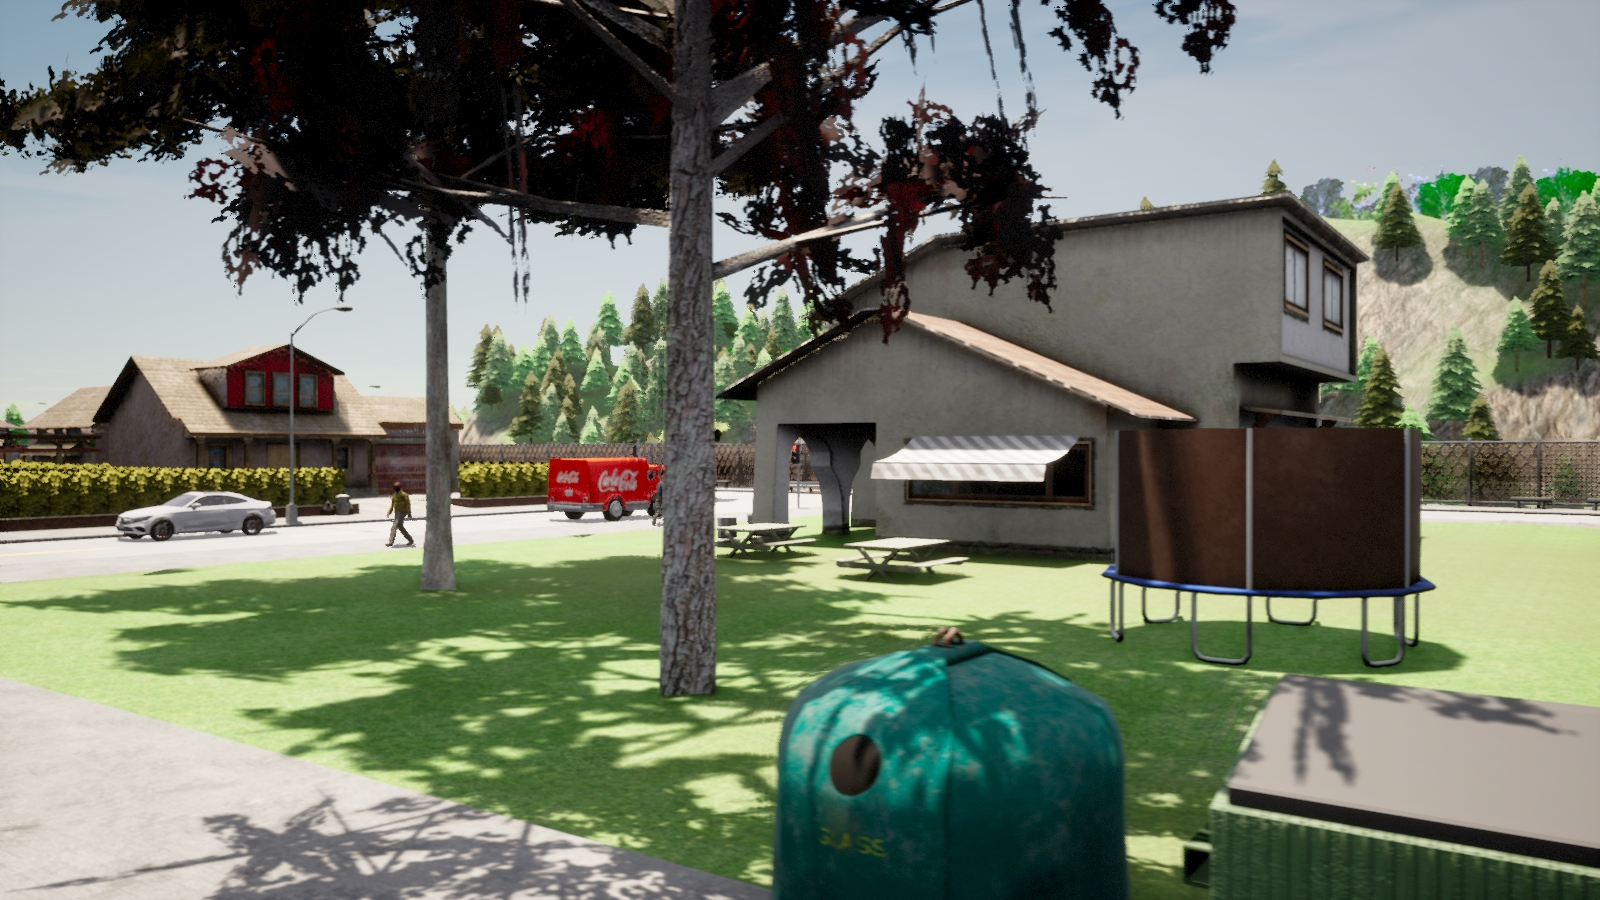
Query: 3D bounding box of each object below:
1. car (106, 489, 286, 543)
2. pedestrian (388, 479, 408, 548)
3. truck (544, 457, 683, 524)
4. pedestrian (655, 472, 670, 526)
[{"bbox_3d":[-19.129,2.048,36.369,2.002,1.442,4.674,0,0,35],"label":"car"},{"bbox_3d":[-10.999,1.718,31.266,0.375,1.860,0.375,0,0,35],"label":"pedestrian"},{"bbox_3d":[-7.408,1.538,45.843,2.627,2.467,5.204,0,0,35],"label":"truck"},{"bbox_3d":[-4.848,1.719,40.217,0.375,1.860,0.375,0,0,-41],"label":"pedestrian"}]
